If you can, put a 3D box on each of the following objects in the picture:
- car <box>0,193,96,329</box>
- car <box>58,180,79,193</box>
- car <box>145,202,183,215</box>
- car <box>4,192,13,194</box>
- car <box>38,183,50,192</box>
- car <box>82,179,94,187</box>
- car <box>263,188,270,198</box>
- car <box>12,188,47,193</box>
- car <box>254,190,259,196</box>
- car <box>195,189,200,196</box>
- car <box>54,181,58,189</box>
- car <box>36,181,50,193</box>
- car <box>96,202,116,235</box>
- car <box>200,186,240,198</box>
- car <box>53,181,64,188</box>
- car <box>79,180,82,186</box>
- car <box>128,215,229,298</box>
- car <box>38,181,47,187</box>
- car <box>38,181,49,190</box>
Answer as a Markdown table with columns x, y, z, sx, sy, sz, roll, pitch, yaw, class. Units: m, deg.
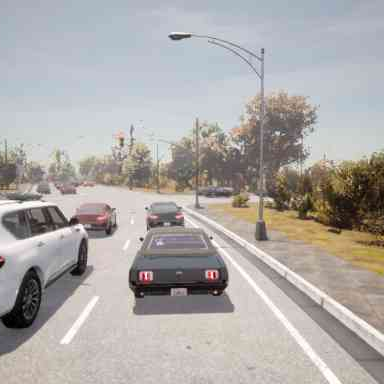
| x | y | z | sx | sy | sz | roll | pitch | yaw | class |
| --- | --- | --- | --- | --- | --- | --- | --- | --- | --- |
| -3.808 | 1.174 | 6.948 | 2.150 | 2.045 | 5.566 | 0 | 1 | -4 | car |
| -19.275 | -0.643 | 51.803 | 2.097 | 1.767 | 4.553 | -1 | 3 | -23 | car |
| -1.461 | 1.219 | 17.376 | 1.812 | 1.442 | 4.674 | 0 | 2 | -8 | car |
| -13.618 | 0.991 | 23.207 | 1.812 | 1.442 | 4.674 | 0 | 3 | -34 | car |
| -26.602 | -0.840 | 59.791 | 1.994 | 1.385 | 4.181 | -1 | 3 | -24 | car |
| -25.984 | -2.201 | 83.466 | 2.097 | 1.767 | 4.553 | -1 | 3 | -25 | car |
| 13.138 | 0.192 | 48.395 | 5.357 | 1.411 | 2.033 | 1 | 2 | -22 | car |
| -17.035 | 0.593 | 32.488 | 4.718 | 1.301 | 1.895 | -1 | 3 | -22 | car |
| 11.683 | 0.038 | 51.565 | 4.181 | 1.385 | 1.994 | 2 | 2 | -21 | car |
| 2.840 | -0.158 | 48.069 | 4.892 | 1.490 | 1.837 | 0 | 3 | -22 | car |
| -27.146 | -1.524 | 69.392 | 2.097 | 1.767 | 4.553 | -1 | 3 | -25 | car |
| -23.028 | -0.483 | 51.643 | 1.837 | 1.490 | 4.892 | -1 | 3 | -23 | car |
| -4.896 | 1.247 | 16.780 | 1.812 | 1.442 | 4.674 | 0 | 2 | -8 | car |
| 3.969 | 0.103 | 44.762 | 4.718 | 1.301 | 1.895 | 0 | 3 | -22 | car |
| -31.948 | -1.854 | 79.703 | 2.128 | 1.511 | 4.902 | -1 | 3 | -25 | car |
| -28.995 | -1.992 | 81.648 | 1.882 | 1.535 | 5.008 | -1 | 3 | -25 | car |
| -0.386 | 1.525 | 8.356 | 1.895 | 1.301 | 4.718 | 0 | 1 | -4 | car |
| -36.132 | -1.857 | 80.397 | 1.994 | 1.385 | 4.181 | -1 | 3 | -25 | car |
| -30.875 | -1.385 | 69.116 | 1.882 | 1.535 | 5.008 | -1 | 3 | -25 | car |
